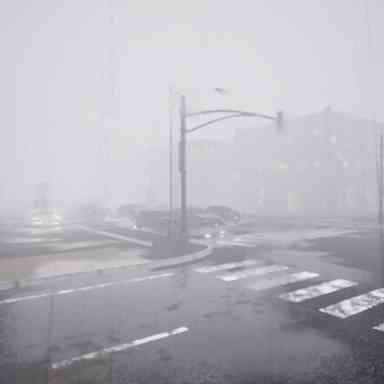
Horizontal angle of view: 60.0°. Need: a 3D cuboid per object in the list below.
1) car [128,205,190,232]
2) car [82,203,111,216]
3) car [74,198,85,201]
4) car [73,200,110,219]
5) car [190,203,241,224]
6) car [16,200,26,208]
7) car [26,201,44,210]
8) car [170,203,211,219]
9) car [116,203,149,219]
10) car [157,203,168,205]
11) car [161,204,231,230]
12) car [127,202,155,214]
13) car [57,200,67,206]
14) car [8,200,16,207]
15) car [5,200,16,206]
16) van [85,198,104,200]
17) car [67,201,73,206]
[{"bbox_3d":[-2.316,1.844,22.429,1.947,1.339,4.313,-1,0,-35],"label":"car"},{"bbox_3d":[-11.537,2.083,40.089,1.895,1.301,4.718,-1,0,-36],"label":"car"},{"bbox_3d":[-19.486,1.991,61.216,2.192,1.841,5.009,-1,0,-35],"label":"car"},{"bbox_3d":[-10.265,1.876,33.806,1.967,1.590,4.097,-1,0,-35],"label":"car"},{"bbox_3d":[1.953,1.770,26.639,1.812,1.442,4.674,-1,0,-35],"label":"car"},{"bbox_3d":[-32.727,2.405,65.376,2.008,1.369,4.403,-1,0,-35],"label":"car"},{"bbox_3d":[-26.210,2.262,56.217,1.752,1.417,4.829,-1,0,-35],"label":"car"},{"bbox_3d":[-0.227,1.860,34.156,2.008,1.369,4.403,-1,0,-35],"label":"car"},{"bbox_3d":[-5.632,1.872,31.782,1.837,1.490,4.892,-1,0,-36],"label":"car"},{"bbox_3d":[-3.435,1.955,38.666,1.802,1.307,4.206,-1,0,-35],"label":"car"},{"bbox_3d":[0.050,1.802,23.794,2.033,1.411,5.357,-1,0,-35],"label":"car"},{"bbox_3d":[-6.643,2.017,43.176,1.802,1.307,4.206,-1,0,-35],"label":"car"},{"bbox_3d":[-29.108,2.415,74.746,1.947,1.339,4.313,-1,0,-35],"label":"car"},{"bbox_3d":[-39.146,2.409,74.395,1.967,1.590,4.097,-1,0,-35],"label":"car"},{"bbox_3d":[-45.562,2.627,83.415,1.887,1.381,4.507,-1,0,-35],"label":"car"},{"bbox_3d":[-16.276,1.958,56.706,1.690,1.788,3.998,-1,0,-35],"label":"van"},{"bbox_3d":[-22.690,2.278,65.725,1.887,1.381,4.507,-1,0,-35],"label":"car"}]
